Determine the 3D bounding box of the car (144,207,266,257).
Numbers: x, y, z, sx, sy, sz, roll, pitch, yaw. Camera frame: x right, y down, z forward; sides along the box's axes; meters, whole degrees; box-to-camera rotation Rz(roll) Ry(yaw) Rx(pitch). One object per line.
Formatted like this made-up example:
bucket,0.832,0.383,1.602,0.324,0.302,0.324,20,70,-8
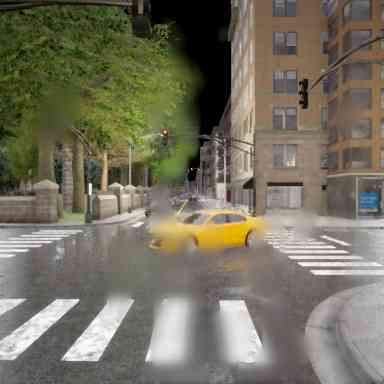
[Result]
car,0.709,1.477,13.141,5.008,1.535,1.882,0,-1,-35

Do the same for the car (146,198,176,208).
car,-2.998,1.526,30.708,2.033,1.411,5.357,0,0,4

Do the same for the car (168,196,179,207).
car,-2.997,1.465,40.780,1.837,1.490,4.892,0,0,0

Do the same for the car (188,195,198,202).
car,0.210,1.424,70.816,1.812,1.442,4.674,0,0,0
